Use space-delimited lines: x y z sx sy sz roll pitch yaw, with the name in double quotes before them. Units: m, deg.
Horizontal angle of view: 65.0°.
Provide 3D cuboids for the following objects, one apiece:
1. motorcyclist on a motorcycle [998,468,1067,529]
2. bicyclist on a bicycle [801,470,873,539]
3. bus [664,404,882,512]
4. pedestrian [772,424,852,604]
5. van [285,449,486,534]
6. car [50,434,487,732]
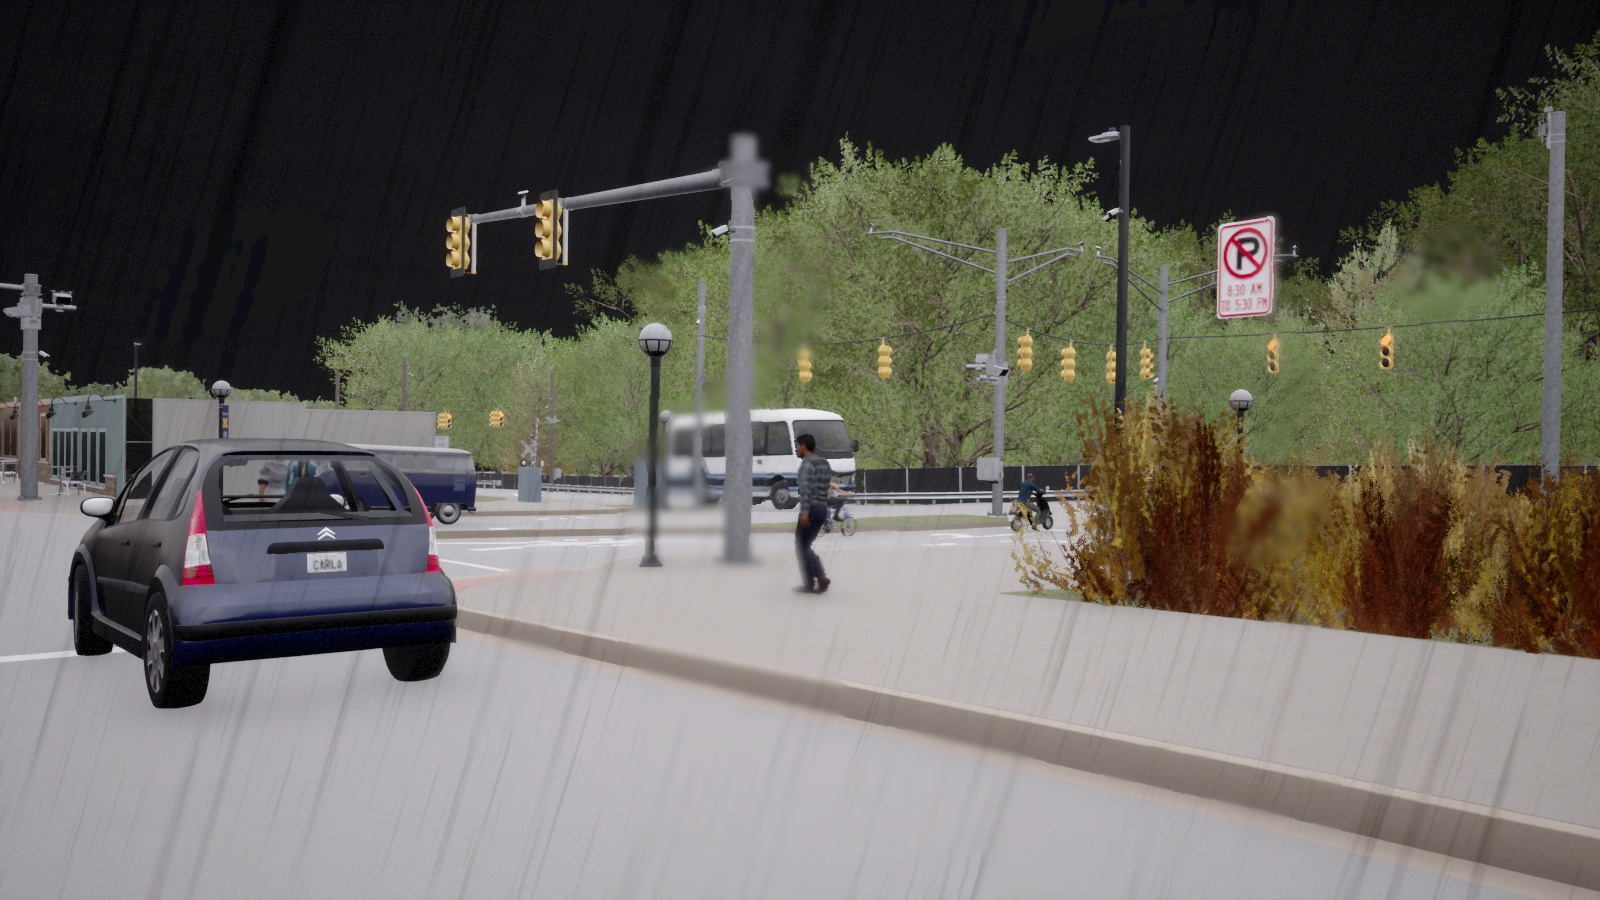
"motorcyclist on a motorcycle" 6.380 1.320 34.445 1.817 1.590 0.866 -1 0 -39
"bicyclist on a bicycle" 0.881 1.285 30.028 1.509 1.612 0.866 1 -2 -39
"bus" -1.424 0.434 55.039 3.944 4.253 10.273 -2 0 -39
"pedestrian" 0.131 0.686 13.963 0.788 1.949 0.423 0 1 36
"van" -10.428 1.055 31.788 4.442 1.987 1.775 2 -2 -41
"car" -3.969 0.760 8.959 1.851 1.617 3.988 -1 -1 -38
